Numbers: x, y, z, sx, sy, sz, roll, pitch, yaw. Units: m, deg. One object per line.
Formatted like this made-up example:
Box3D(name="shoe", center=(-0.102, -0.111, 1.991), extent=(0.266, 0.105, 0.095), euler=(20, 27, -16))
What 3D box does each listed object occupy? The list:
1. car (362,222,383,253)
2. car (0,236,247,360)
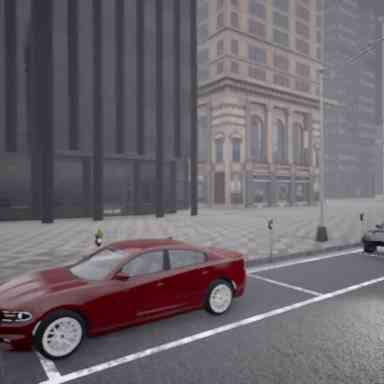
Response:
Box3D(name="car", center=(8.172, 1.556, 12.479), extent=(4.313, 1.339, 1.947), euler=(0, 0, -35))
Box3D(name="car", center=(-1.012, 1.543, 5.929), extent=(4.507, 1.381, 1.887), euler=(0, 0, -35))
